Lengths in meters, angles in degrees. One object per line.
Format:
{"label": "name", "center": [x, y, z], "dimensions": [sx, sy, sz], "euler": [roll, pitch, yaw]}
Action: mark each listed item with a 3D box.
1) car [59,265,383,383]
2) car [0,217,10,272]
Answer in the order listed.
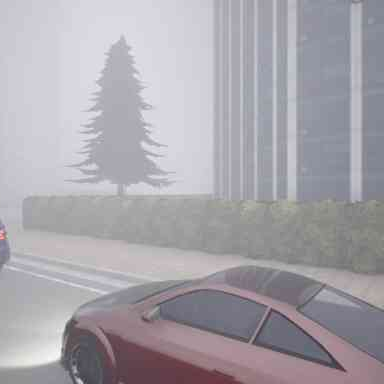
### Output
{"label": "car", "center": [0.434, 1.564, 3.683], "dimensions": [4.181, 1.385, 1.994], "euler": [0, 0, 35]}
{"label": "car", "center": [-7.179, 1.221, 9.072], "dimensions": [5.566, 2.045, 2.150], "euler": [0, 0, 35]}
